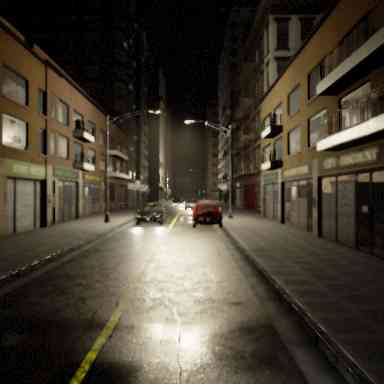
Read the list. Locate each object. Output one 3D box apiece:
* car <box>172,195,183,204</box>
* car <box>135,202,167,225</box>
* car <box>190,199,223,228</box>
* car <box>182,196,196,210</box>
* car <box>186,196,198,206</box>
[{"bbox_3d":[-2.774,1.384,65.156,2.097,1.767,4.553,0,0,0],"label":"car"},{"bbox_3d":[-2.851,1.500,23.877,1.837,1.490,4.892,0,0,0],"label":"car"},{"bbox_3d":[0.960,1.474,22.159,1.882,1.535,5.008,0,0,0],"label":"car"},{"bbox_3d":[0.035,1.602,43.721,1.895,1.301,4.718,0,0,1],"label":"car"},{"bbox_3d":[-0.006,1.503,57.754,2.128,1.511,4.902,0,0,0],"label":"car"}]
